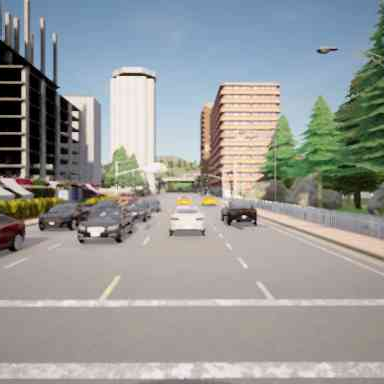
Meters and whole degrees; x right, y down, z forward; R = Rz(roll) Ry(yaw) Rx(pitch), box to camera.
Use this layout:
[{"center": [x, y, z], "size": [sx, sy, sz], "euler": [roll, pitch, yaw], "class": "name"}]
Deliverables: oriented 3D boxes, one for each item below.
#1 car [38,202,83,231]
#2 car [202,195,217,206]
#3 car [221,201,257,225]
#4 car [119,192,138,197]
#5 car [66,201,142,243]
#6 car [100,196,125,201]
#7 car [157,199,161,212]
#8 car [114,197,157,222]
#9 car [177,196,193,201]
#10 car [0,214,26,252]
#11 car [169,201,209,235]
[{"center": [-7.503, 1.377, 20.156], "size": [1.882, 1.535, 5.008], "euler": [0, 0, -1], "class": "car"}, {"center": [2.491, 1.216, 48.547], "size": [1.882, 1.535, 5.008], "euler": [0, 1, -1], "class": "car"}, {"center": [3.131, 1.353, 22.757], "size": [1.882, 1.535, 5.008], "euler": [0, 0, -1], "class": "car"}, {"center": [-7.883, 1.011, 40.803], "size": [2.150, 2.045, 5.566], "euler": [0, 0, -1], "class": "car"}, {"center": [-3.906, 1.411, 15.719], "size": [2.128, 1.511, 4.902], "euler": [0, 0, -1], "class": "car"}, {"center": [-7.693, 1.393, 30.318], "size": [2.033, 1.411, 5.357], "euler": [0, 0, -1], "class": "car"}, {"center": [-4.260, 1.363, 35.296], "size": [2.033, 1.411, 5.357], "euler": [0, 0, -1], "class": "car"}, {"center": [-4.097, 1.362, 24.848], "size": [2.128, 1.511, 4.902], "euler": [0, 0, -1], "class": "car"}, {"center": [-0.961, 1.238, 44.973], "size": [1.882, 1.535, 5.008], "euler": [0, 1, -1], "class": "car"}, {"center": [-7.300, 1.426, 10.808], "size": [1.882, 1.535, 5.008], "euler": [0, 0, -1], "class": "car"}, {"center": [-0.263, 1.429, 17.999], "size": [1.812, 1.442, 4.674], "euler": [0, 0, -1], "class": "car"}]
